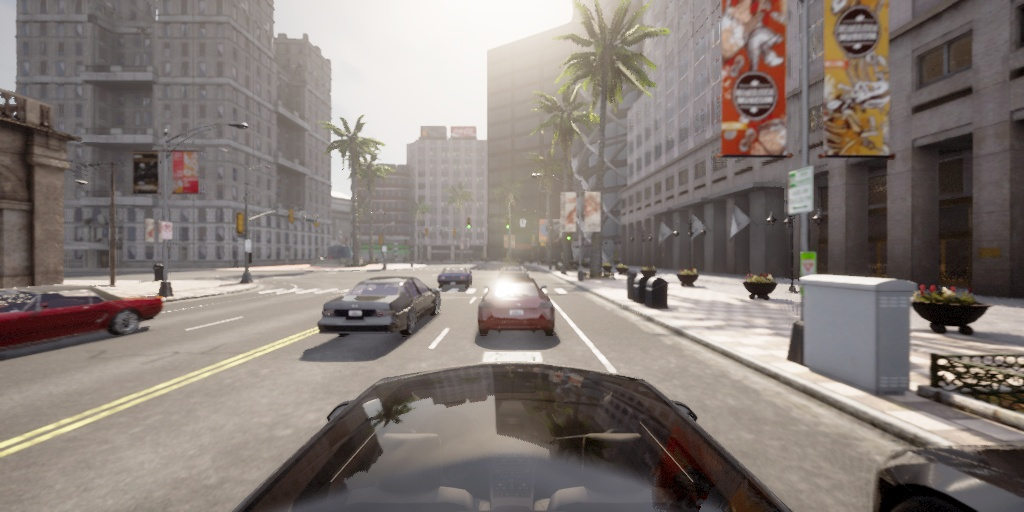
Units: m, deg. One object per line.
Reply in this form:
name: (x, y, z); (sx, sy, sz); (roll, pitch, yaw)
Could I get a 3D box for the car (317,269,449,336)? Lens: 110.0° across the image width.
car: (-3.400, 1.285, 10.290); (2.033, 1.411, 5.357); (0, 0, 0)

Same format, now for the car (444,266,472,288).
car: (-3.628, 1.320, 23.323); (1.895, 1.301, 4.718); (0, 0, -4)

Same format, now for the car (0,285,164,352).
car: (-10.564, 1.343, 7.637); (1.895, 1.301, 4.718); (0, 0, 0)

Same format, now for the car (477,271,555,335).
car: (0.099, 1.301, 10.507); (1.994, 1.385, 4.181); (0, 0, 0)

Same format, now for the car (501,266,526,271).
car: (0.098, 1.320, 23.339); (1.895, 1.301, 4.718); (0, 0, 0)
